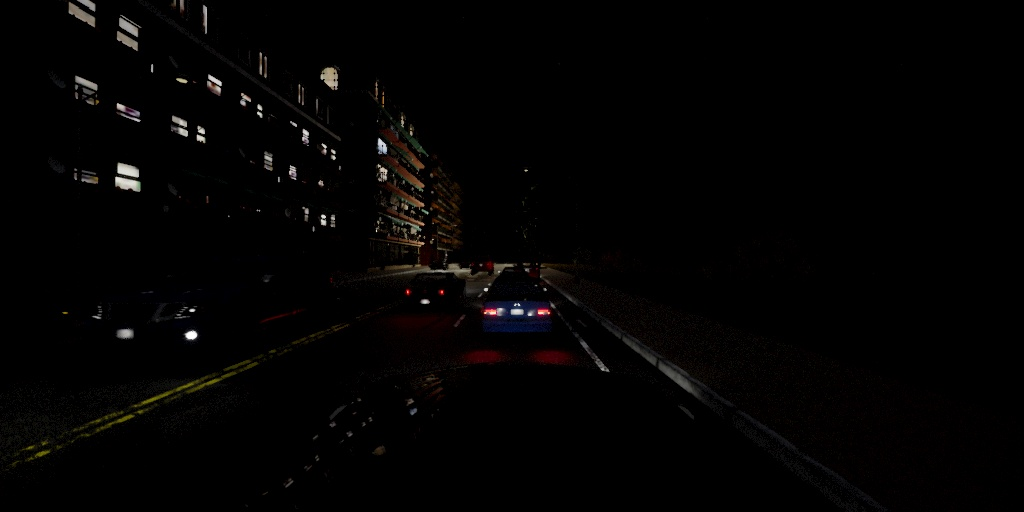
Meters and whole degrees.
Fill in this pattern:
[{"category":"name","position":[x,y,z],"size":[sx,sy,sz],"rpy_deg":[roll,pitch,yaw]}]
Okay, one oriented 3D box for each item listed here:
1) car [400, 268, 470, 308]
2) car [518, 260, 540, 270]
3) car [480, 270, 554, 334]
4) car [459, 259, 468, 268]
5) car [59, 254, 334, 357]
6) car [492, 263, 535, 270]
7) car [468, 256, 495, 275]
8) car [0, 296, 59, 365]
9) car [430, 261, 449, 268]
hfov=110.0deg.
[{"category":"car","position":[-3.138,1.353,15.240],"size":[1.895,1.301,4.718],"rpy_deg":[0,0,0]},{"category":"car","position":[1.167,1.104,29.802],"size":[2.097,1.767,4.553],"rpy_deg":[0,0,0]},{"category":"car","position":[0.110,1.299,10.534],"size":[2.033,1.411,5.357],"rpy_deg":[0,0,0]},{"category":"car","position":[-6.542,1.230,52.110],"size":[1.882,1.535,5.008],"rpy_deg":[0,0,0]},{"category":"car","position":[-6.595,0.972,8.884],"size":[2.150,2.045,5.566],"rpy_deg":[0,0,0]},{"category":"car","position":[0.113,1.317,20.867],"size":[1.994,1.385,4.181],"rpy_deg":[0,0,1]},{"category":"car","position":[-3.111,0.977,38.623],"size":[2.150,2.045,5.566],"rpy_deg":[0,0,0]},{"category":"car","position":[-9.835,1.276,5.350],"size":[1.812,1.442,4.674],"rpy_deg":[0,0,0]},{"category":"car","position":[-9.798,1.317,48.586],"size":[1.994,1.385,4.181],"rpy_deg":[0,0,0]}]
